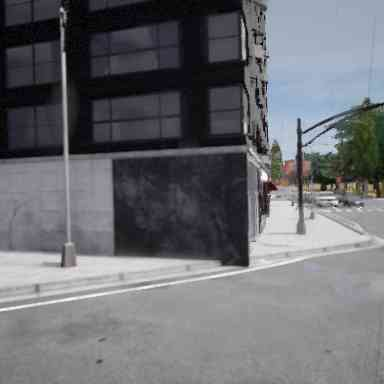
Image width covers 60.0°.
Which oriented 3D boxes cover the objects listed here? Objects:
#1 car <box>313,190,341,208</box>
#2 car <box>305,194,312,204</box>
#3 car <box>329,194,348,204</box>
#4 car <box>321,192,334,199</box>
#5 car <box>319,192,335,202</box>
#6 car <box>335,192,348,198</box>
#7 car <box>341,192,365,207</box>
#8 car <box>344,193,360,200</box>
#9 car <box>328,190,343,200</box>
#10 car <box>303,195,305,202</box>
[{"bbox_3d":[18.080,0.976,44.806,2.150,2.045,5.566,-1,0,14],"label":"car"},{"bbox_3d":[20.422,1.056,54.924,2.097,1.767,4.553,-1,0,13],"label":"car"},{"bbox_3d":[23.411,1.112,53.430,1.882,1.535,5.008,-1,0,14],"label":"car"},{"bbox_3d":[33.458,0.817,82.398,2.128,1.511,4.902,-1,0,13],"label":"car"},{"bbox_3d":[25.818,0.950,63.754,2.097,1.767,4.553,-1,0,13],"label":"car"},{"bbox_3d":[36.623,0.697,81.667,1.882,1.535,5.008,-1,0,13],"label":"car"},{"bbox_3d":[21.156,1.176,43.675,2.128,1.511,4.902,-1,0,14],"label":"car"},{"bbox_3d":[34.283,0.949,71.513,2.033,1.411,5.357,-1,0,13],"label":"car"},{"bbox_3d":[31.117,0.706,72.273,2.150,2.045,5.566,-1,0,13],"label":"car"},{"bbox_3d":[22.832,1.261,65.237,1.895,1.301,4.718,-1,0,13],"label":"car"}]
